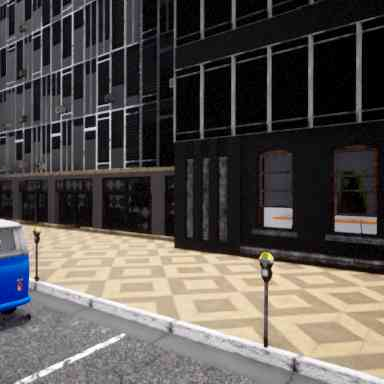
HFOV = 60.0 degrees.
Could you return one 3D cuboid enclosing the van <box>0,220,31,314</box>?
[{"bbox_3d":[-4.728,1.340,6.260,3.998,1.788,1.690,0,0,36],"label":"van"}]
